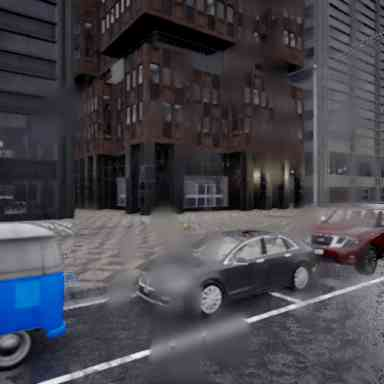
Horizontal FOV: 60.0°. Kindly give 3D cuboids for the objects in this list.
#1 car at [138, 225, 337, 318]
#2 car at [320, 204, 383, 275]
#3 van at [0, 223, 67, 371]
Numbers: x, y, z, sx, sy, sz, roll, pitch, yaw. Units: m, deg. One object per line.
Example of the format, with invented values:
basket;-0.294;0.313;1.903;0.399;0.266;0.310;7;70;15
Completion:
car;0.952;1.553;7.333;4.403;1.369;2.008;0;0;-36
car;5.543;1.320;10.610;5.009;1.841;2.192;0;0;-36
van;-3.639;1.340;4.057;3.998;1.788;1.690;0;0;-36
